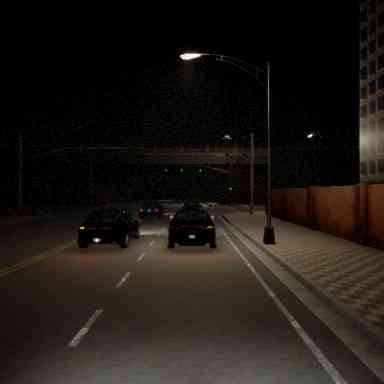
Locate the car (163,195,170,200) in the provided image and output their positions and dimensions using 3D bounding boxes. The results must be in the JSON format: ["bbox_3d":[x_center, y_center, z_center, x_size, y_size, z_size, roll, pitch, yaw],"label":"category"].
[{"bbox_3d":[-7.000,1.546,91.505,1.994,1.385,4.181,0,0,0],"label":"car"}]

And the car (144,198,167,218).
[{"bbox_3d":[-3.500,1.562,29.650,2.033,1.411,5.357,0,0,0],"label":"car"}]

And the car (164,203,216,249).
[{"bbox_3d":[0.000,1.484,14.650,1.882,1.535,5.008,0,0,0],"label":"car"}]

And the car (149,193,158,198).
[{"bbox_3d":[-10.500,1.218,91.475,2.150,2.045,5.566,0,0,0],"label":"car"}]

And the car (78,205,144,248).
[{"bbox_3d":[-3.500,1.515,14.650,1.837,1.490,4.892,0,0,0],"label":"car"}]
